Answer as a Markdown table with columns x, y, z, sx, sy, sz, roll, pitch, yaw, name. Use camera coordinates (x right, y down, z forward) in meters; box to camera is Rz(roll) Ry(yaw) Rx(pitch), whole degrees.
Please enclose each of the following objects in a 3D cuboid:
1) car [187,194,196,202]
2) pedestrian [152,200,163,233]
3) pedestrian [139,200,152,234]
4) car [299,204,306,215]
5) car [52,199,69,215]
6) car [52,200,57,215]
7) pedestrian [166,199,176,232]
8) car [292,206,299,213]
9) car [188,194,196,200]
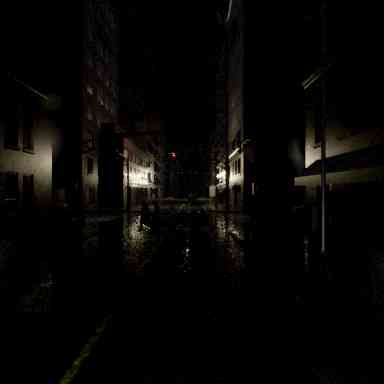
| x | y | z | sx | sy | sz | roll | pitch | yaw | name |
| --- | --- | --- | --- | --- | --- | --- | --- | --- | --- |
| 0.020 | 1.464 | 75.580 | 1.812 | 1.442 | 4.674 | 0 | 0 | 0 | car |
| -2.036 | 1.290 | 19.148 | 0.375 | 1.860 | 0.375 | 0 | 0 | 0 | pedestrian |
| -2.522 | 1.290 | 17.945 | 0.375 | 1.860 | 0.375 | 0 | 0 | 0 | pedestrian |
| 13.132 | 1.210 | 30.412 | 5.566 | 2.045 | 2.150 | 0 | 0 | 1 | car |
| -14.593 | 1.415 | 33.276 | 4.097 | 1.590 | 1.967 | 0 | 0 | 1 | car |
| -14.155 | 1.588 | 27.515 | 4.718 | 1.301 | 1.895 | 0 | 0 | 0 | car |
| -1.161 | 1.290 | 18.545 | 0.375 | 1.860 | 0.375 | 0 | 0 | 0 | pedestrian |
| 12.431 | 1.507 | 32.988 | 4.829 | 1.417 | 1.752 | 0 | 0 | 1 | car |
| 0.021 | 1.312 | 85.583 | 1.837 | 1.490 | 4.892 | 0 | 0 | 0 | car |
